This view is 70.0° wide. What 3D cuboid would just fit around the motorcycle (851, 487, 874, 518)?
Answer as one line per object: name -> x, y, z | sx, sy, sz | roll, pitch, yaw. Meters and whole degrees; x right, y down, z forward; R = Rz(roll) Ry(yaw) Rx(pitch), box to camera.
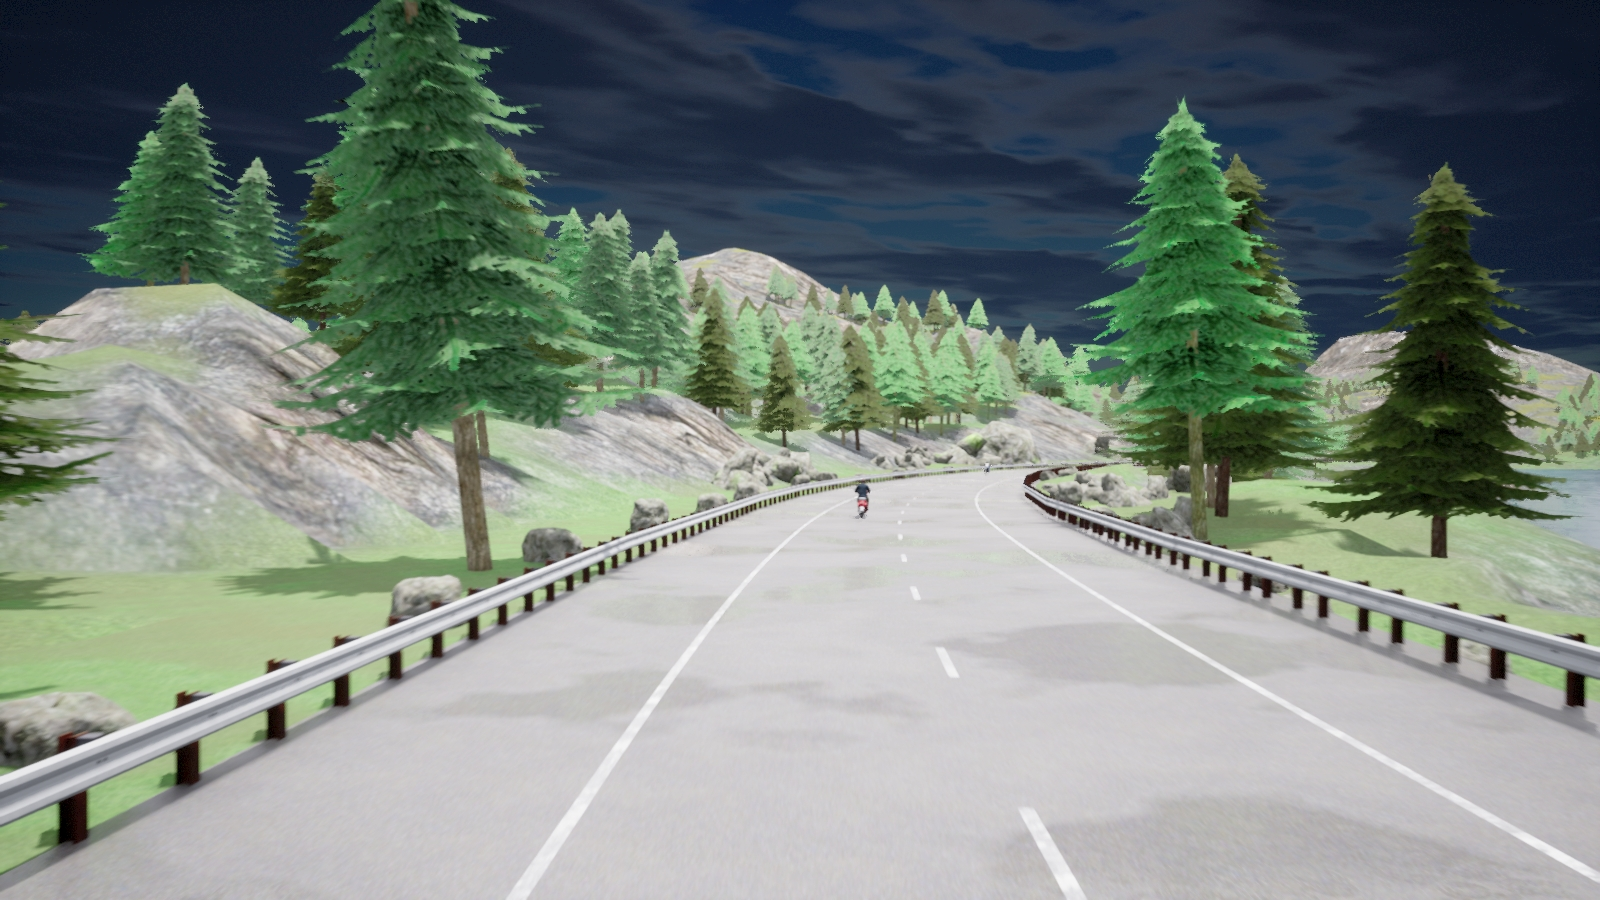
motorcycle -> 2.624, 2.186, 47.882 | 0.856, 1.236, 1.805 | 0, 0, 6
